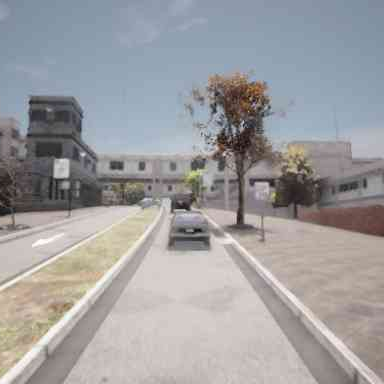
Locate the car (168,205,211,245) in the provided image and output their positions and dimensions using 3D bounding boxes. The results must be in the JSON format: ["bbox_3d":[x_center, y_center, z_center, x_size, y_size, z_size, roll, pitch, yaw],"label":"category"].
[{"bbox_3d":[-0.172,1.582,15.713,2.033,1.411,5.357,0,0,-2],"label":"car"}]

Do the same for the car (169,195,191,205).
[{"bbox_3d":[-1.356,1.303,37.813,2.150,2.045,5.566,0,0,-4],"label":"car"}]
